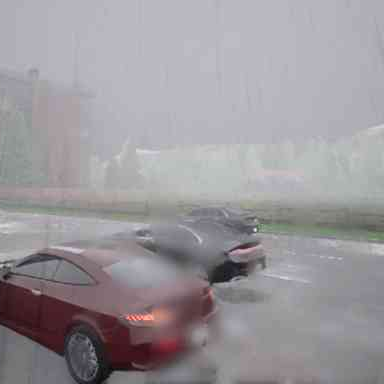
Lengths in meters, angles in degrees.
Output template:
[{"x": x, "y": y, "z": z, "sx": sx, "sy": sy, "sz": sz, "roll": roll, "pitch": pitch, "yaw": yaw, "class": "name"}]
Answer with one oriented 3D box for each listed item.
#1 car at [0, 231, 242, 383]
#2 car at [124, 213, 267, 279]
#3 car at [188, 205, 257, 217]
[{"x": -1.770, "y": 1.488, "z": 5.255, "sx": 4.674, "sy": 1.442, "sz": 1.812, "roll": 1, "pitch": 0, "yaw": 35, "class": "car"}, {"x": -0.528, "y": 1.444, "z": 8.667, "sx": 4.902, "sy": 1.511, "sz": 2.128, "roll": 0, "pitch": 0, "yaw": 36, "class": "car"}, {"x": 0.854, "y": 1.429, "z": 16.280, "sx": 4.892, "sy": 1.490, "sz": 1.837, "roll": 0, "pitch": 0, "yaw": 35, "class": "car"}]
